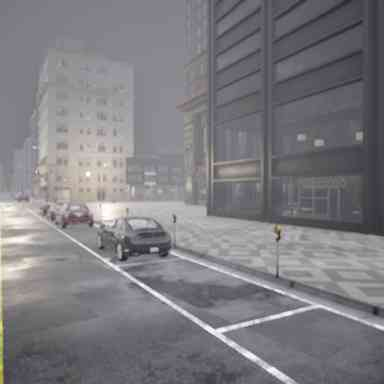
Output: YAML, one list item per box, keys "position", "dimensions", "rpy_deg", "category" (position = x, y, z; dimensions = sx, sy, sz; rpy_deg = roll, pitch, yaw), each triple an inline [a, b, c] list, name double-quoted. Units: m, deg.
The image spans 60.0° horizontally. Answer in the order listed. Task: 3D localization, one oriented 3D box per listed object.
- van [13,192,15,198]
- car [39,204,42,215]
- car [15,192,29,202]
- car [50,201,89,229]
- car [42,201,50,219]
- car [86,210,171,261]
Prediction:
- position: [-43.831, 1.194, 84.595]
  dimensions: [1.690, 1.788, 3.998]
  rpy_deg: [0, 0, -30]
  category: "van"
- position: [-13.493, 1.540, 31.784]
  dimensions: [1.887, 1.381, 4.507]
  rpy_deg: [0, 0, -30]
  category: "car"
- position: [-35.377, 1.223, 69.881]
  dimensions: [2.192, 1.841, 5.009]
  rpy_deg: [0, 0, -30]
  category: "car"
- position: [-7.874, 1.442, 22.004]
  dimensions: [1.967, 1.590, 4.097]
  rpy_deg: [0, 0, -30]
  category: "car"
- position: [-10.684, 1.580, 26.895]
  dimensions: [1.802, 1.307, 4.206]
  rpy_deg: [0, 0, -30]
  category: "car"
- position: [-2.256, 1.556, 12.225]
  dimensions: [2.008, 1.369, 4.403]
  rpy_deg: [0, 0, -30]
  category: "car"
